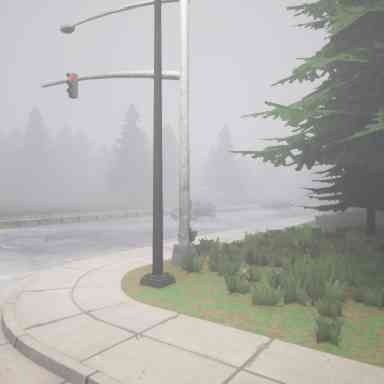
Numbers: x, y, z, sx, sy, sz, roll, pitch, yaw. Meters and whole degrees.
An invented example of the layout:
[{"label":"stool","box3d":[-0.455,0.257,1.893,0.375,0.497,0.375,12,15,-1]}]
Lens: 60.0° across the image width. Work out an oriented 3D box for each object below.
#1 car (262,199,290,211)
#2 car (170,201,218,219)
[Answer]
[{"label":"car","box3d":[10.430,1.574,41.018,1.895,1.301,4.718,0,0,36]},{"label":"car","box3d":[0.249,1.464,26.594,2.128,1.511,4.902,0,0,35]}]
